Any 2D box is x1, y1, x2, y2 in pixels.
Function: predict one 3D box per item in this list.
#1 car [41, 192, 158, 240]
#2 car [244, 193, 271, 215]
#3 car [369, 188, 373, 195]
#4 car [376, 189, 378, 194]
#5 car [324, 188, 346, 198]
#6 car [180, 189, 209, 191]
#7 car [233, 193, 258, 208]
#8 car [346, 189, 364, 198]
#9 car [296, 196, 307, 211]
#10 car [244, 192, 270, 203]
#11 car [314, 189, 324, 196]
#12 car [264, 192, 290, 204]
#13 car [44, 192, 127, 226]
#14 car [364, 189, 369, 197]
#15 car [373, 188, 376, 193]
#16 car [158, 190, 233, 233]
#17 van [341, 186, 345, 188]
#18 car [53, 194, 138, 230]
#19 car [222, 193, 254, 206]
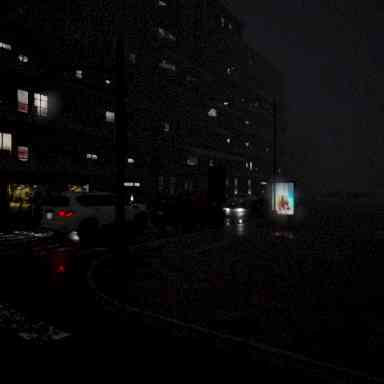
[{"bbox_3d":[-4.428,0.998,16.146,2.150,2.045,5.566,0,1,35],"label":"car"},{"bbox_3d":[6.234,1.069,26.815,1.947,1.339,4.313,1,2,35],"label":"car"},{"bbox_3d":[34.902,0.096,67.688,1.887,1.381,4.507,1,2,35],"label":"car"},{"bbox_3d":[44.457,-0.220,81.312,2.008,1.369,4.403,1,2,35],"label":"car"},{"bbox_3d":[25.000,0.407,58.109,1.895,1.301,4.718,0,1,35],"label":"car"},{"bbox_3d":[-0.103,0.765,27.880,2.150,2.045,5.566,0,1,36],"label":"car"},{"bbox_3d":[5.546,0.884,35.919,1.812,1.442,4.674,0,1,35],"label":"car"},{"bbox_3d":[28.532,0.309,58.605,1.887,1.381,4.507,1,2,35],"label":"car"},{"bbox_3d":[9.419,0.965,31.357,1.947,1.339,4.313,1,2,35],"label":"car"},{"bbox_3d":[8.890,0.755,45.196,1.802,1.307,4.206,2,2,35],"label":"car"},{"bbox_3d":[27.998,-0.024,72.435,1.967,1.590,4.097,2,2,35],"label":"car"},{"bbox_3d":[11.363,0.731,44.162,1.994,1.385,4.181,0,1,36],"label":"car"},{"bbox_3d":[-7.030,1.010,22.487,2.192,1.841,5.009,1,2,35],"label":"car"},{"bbox_3d":[31.717,0.099,63.143,1.967,1.590,4.097,1,2,35],"label":"car"},{"bbox_3d":[38.087,-0.011,72.230,1.887,1.381,4.507,1,2,35],"label":"car"},{"bbox_3d":[-0.135,1.026,17.726,2.192,1.841,5.009,1,2,35],"label":"car"},{"bbox_3d":[37.553,-0.445,86.054,1.690,1.788,3.998,2,2,35],"label":"van"},{"bbox_3d":[-5.640,1.075,19.992,2.097,1.767,4.553,0,1,35],"label":"car"},{"bbox_3d":[5.706,0.829,40.656,2.008,1.369,4.403,2,2,35],"label":"car"}]
